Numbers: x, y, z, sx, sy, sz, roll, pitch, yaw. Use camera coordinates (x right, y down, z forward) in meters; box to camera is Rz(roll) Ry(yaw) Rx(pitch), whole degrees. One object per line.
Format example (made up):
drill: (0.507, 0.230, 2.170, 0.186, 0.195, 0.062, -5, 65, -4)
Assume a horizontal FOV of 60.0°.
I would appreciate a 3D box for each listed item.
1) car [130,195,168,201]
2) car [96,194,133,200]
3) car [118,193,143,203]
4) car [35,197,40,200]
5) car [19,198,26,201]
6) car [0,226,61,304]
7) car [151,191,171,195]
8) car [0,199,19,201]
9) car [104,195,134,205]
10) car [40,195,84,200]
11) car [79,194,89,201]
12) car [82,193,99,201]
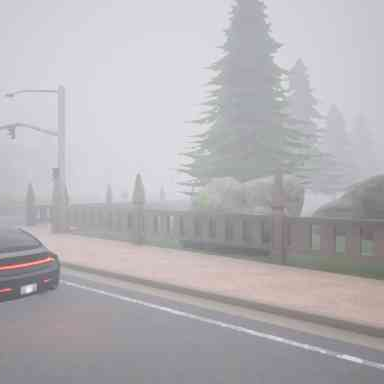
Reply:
car: (-6.063, 1.522, 48.507, 2.033, 1.411, 5.357, 0, 1, 35)
car: (-12.138, 1.478, 52.384, 1.837, 1.490, 4.892, 0, 1, 36)
car: (-11.915, 1.150, 64.705, 1.837, 1.490, 4.892, 0, 3, 36)
car: (-23.686, 1.503, 48.268, 1.837, 1.490, 4.892, 0, 0, 36)
car: (-23.985, 1.546, 41.846, 2.033, 1.411, 5.357, 0, 0, 36)
car: (-4.919, 1.505, 7.445, 4.892, 1.490, 1.837, 0, 0, 36)
car: (-5.973, 0.843, 60.983, 2.150, 2.045, 5.566, 0, 3, 36)
car: (-22.604, 1.562, 37.772, 1.994, 1.385, 4.181, 0, 0, 36)
car: (-12.634, 1.382, 57.707, 2.128, 1.511, 4.902, 0, 2, 36)
car: (-17.500, 1.524, 44.882, 1.812, 1.442, 4.674, 0, 0, 36)
car: (-18.492, 1.490, 49.508, 2.128, 1.511, 4.902, 0, 0, 36)
car: (-17.985, 1.196, 56.227, 2.150, 2.045, 5.566, 0, 1, 36)
